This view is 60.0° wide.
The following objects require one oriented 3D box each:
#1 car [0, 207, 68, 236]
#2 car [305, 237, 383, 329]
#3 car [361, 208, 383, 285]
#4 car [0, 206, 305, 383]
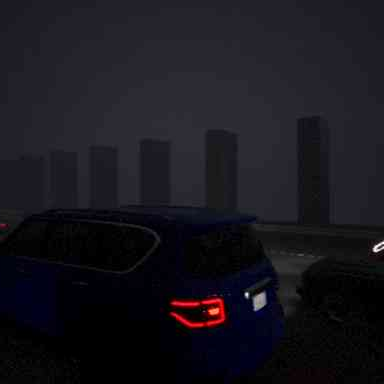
[{"bbox_3d":[-9.498,1.628,19.543,4.718,1.301,1.895,0,0,37],"label":"car"},{"bbox_3d":[4.204,1.601,5.293,4.718,1.301,1.895,0,0,35],"label":"car"},{"bbox_3d":[6.676,1.350,7.830,4.553,1.767,2.097,0,0,35],"label":"car"},{"bbox_3d":[-1.470,1.229,5.039,5.566,2.045,2.150,0,0,35],"label":"car"}]
